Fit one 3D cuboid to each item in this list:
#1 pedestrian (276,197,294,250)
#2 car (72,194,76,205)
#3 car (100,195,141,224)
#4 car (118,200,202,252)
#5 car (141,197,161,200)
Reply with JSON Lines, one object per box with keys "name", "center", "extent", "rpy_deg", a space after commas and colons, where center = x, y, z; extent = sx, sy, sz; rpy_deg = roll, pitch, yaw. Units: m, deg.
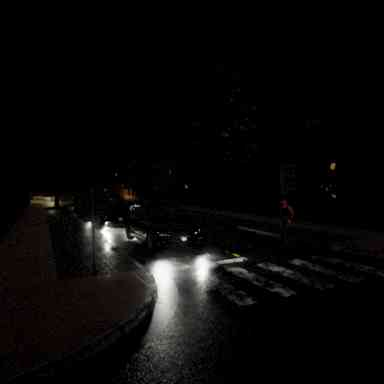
{"name": "pedestrian", "center": [3.249, 1.042, 11.496], "extent": [0.375, 1.860, 0.375], "rpy_deg": [-1, 0, -24]}
{"name": "car", "center": [-13.222, 0.877, 39.603], "extent": [2.033, 1.411, 5.357], "rpy_deg": [-2, 2, -24]}
{"name": "car", "center": [-5.146, 0.994, 21.667], "extent": [2.097, 1.767, 4.553], "rpy_deg": [-2, 2, -24]}
{"name": "car", "center": [-1.325, 1.298, 13.334], "extent": [1.837, 1.490, 4.892], "rpy_deg": [-2, 2, -26]}
{"name": "car", "center": [-3.215, 1.070, 24.524], "extent": [2.033, 1.411, 5.357], "rpy_deg": [-2, 2, -24]}
